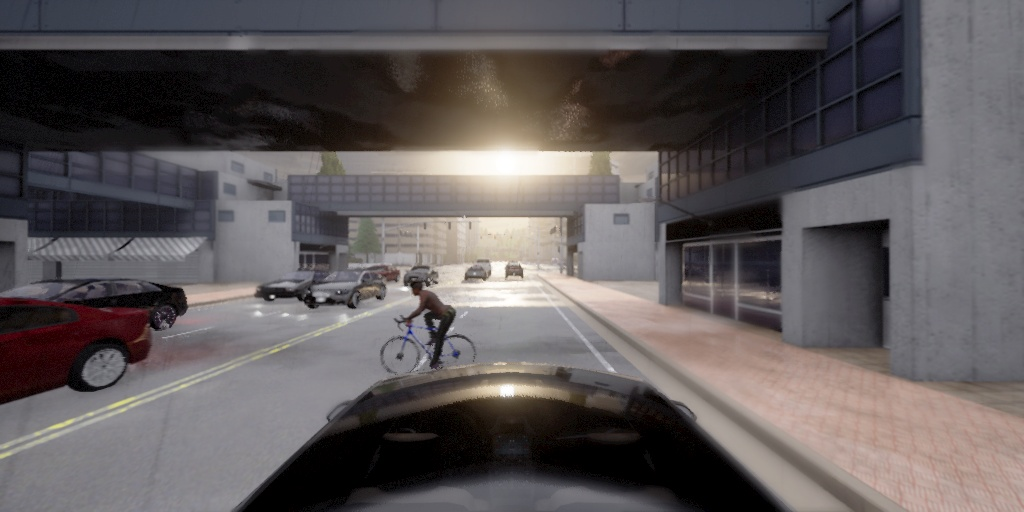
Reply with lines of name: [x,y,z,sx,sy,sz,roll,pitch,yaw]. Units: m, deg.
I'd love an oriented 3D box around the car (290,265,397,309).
car: [-7.037,1.352,15.687,2.128,1.511,4.902,0,0,0]

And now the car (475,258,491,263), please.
car: [-3.867,1.328,45.985,2.150,2.045,5.566,0,0,-9]

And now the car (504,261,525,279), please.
car: [0.246,1.539,36.981,1.837,1.490,4.892,0,-1,0]

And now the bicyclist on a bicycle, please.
bicyclist on a bicycle: [-1.449,1.238,6.136,1.656,1.620,0.582,-2,0,0]

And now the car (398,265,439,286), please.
car: [-6.945,1.467,27.811,1.837,1.490,4.892,0,-1,1]

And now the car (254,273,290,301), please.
car: [-10.524,1.433,18.434,2.033,1.411,5.357,0,0,0]

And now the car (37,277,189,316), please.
car: [-10.576,1.298,8.613,2.128,1.511,4.902,0,0,0]

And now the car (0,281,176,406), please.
car: [-7.099,1.247,3.995,1.882,1.535,5.008,0,-1,0]

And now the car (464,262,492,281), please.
car: [-3.283,1.573,33.844,1.994,1.385,4.181,0,0,1]
